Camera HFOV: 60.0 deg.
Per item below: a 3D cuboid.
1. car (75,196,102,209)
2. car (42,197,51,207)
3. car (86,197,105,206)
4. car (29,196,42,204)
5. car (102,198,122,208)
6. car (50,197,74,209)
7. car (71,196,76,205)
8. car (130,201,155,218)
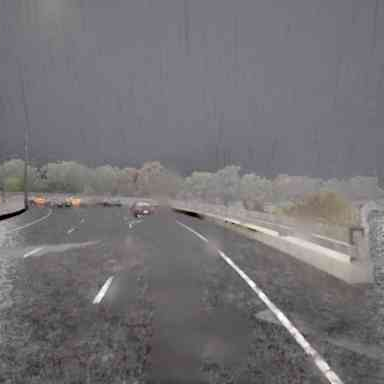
[{"bbox_3d":[-15.247,1.595,48.841,2.128,1.511,4.902,0,0,-29],"label":"car"},{"bbox_3d":[-23.304,1.649,56.052,2.128,1.511,4.902,0,0,-34],"label":"car"},{"bbox_3d":[-17.343,1.683,59.722,1.994,1.385,4.181,0,0,-34],"label":"car"},{"bbox_3d":[-31.406,1.567,67.295,2.097,1.767,4.553,0,0,-40],"label":"car"},{"bbox_3d":[-12.198,1.630,50.545,2.033,1.411,5.357,0,0,-29],"label":"car"},{"bbox_3d":[-18.885,1.728,48.240,1.895,1.301,4.718,0,0,-29],"label":"car"},{"bbox_3d":[-20.308,1.489,57.862,2.097,1.767,4.553,0,0,-34],"label":"car"},{"bbox_3d":[-4.672,1.565,31.162,1.812,1.442,4.674,0,0,-16],"label":"car"}]
